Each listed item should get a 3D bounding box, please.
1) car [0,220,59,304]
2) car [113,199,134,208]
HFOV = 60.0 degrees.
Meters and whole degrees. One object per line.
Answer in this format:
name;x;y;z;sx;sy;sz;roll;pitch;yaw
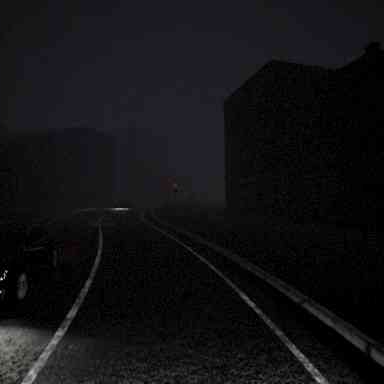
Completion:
car;-4.602;1.518;8.116;1.837;1.490;4.892;1;0;-10
car;-10.023;1.666;48.865;1.994;1.385;4.181;-1;0;8
